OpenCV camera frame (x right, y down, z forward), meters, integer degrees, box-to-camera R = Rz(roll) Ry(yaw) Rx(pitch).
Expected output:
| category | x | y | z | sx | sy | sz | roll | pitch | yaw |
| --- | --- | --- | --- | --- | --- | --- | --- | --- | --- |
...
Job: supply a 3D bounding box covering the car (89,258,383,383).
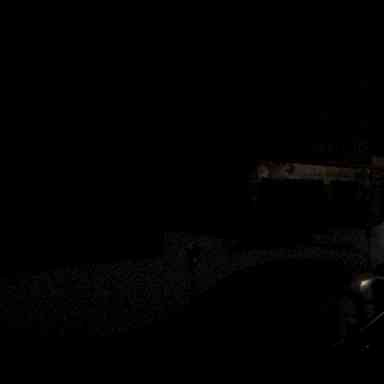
| category | x | y | z | sx | sy | sz | roll | pitch | yaw |
| --- | --- | --- | --- | --- | --- | --- | --- | --- | --- |
| car | 1.089 | 1.543 | 3.706 | 4.313 | 1.339 | 1.947 | 0 | 1 | -36 |
